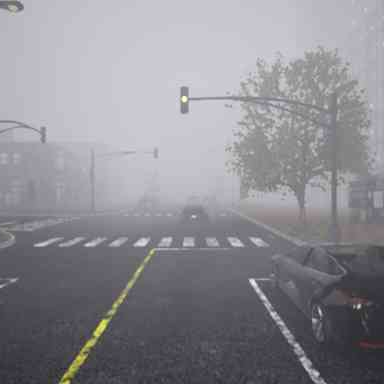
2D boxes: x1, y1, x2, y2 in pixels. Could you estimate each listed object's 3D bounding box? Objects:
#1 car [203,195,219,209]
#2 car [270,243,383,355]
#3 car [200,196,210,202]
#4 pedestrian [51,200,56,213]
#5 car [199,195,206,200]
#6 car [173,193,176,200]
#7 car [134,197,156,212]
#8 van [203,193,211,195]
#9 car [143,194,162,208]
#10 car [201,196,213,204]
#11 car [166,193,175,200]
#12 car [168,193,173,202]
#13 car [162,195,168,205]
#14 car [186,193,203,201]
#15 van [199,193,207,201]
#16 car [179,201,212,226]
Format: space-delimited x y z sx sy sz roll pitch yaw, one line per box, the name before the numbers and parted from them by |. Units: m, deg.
car | 2.714 1.464 44.285 1.752 1.417 4.829 0 0 0
car | 2.697 1.557 6.086 1.947 1.339 4.313 0 0 0
car | 2.727 1.469 71.870 1.947 1.339 4.313 0 0 0
pedestrian | -12.736 1.275 30.571 0.375 1.300 0.375 0 -1 -1
car | 2.735 1.406 88.693 1.752 1.417 4.829 0 0 0
car | -5.649 1.439 82.974 2.008 1.369 4.403 0 0 0
car | -5.669 1.529 38.565 1.802 1.307 4.206 0 0 0
van | 2.718 1.273 49.666 1.690 1.788 3.998 0 0 0
car | -5.665 1.254 44.116 2.192 1.841 5.009 0 0 0
car | 2.721 1.468 60.768 2.008 1.369 4.403 0 0 0
car | -5.645 1.196 88.524 2.192 1.841 5.009 0 0 0
car | -5.654 1.428 71.702 1.752 1.417 4.829 0 0 0
car | -5.661 1.475 55.219 2.008 1.369 4.403 0 0 0
car | 0.121 1.284 49.726 2.097 1.767 4.553 0 0 0
van | 2.734 1.229 82.972 1.690 1.788 3.998 0 0 0
car | 0.112 1.532 23.128 1.994 1.385 4.181 0 0 0
